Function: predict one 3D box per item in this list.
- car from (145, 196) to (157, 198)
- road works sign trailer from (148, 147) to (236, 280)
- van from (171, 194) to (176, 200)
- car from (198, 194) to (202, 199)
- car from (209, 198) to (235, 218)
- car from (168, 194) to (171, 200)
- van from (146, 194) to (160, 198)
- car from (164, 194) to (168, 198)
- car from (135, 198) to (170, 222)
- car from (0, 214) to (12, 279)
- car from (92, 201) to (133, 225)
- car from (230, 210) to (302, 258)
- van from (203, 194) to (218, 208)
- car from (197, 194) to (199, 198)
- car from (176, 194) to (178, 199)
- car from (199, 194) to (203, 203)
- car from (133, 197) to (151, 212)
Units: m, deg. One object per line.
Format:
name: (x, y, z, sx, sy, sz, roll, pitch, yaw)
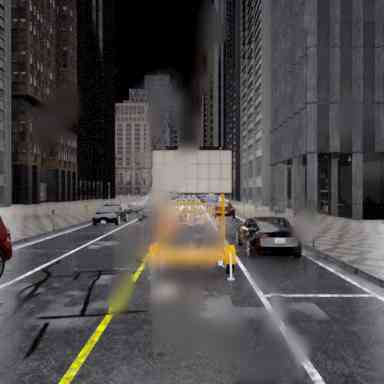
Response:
car: (-5.749, 1.521, 40.542, 1.752, 1.417, 4.829, 0, 0, 0)
road works sign trailer: (0.004, 0.463, 9.896, 2.380, 3.560, 2.880, 0, 0, 0)
van: (-5.731, 1.329, 85.839, 1.690, 1.788, 3.998, 0, 0, 0)
car: (2.789, 1.573, 68.917, 1.802, 1.307, 4.206, 0, 0, 0)
car: (2.772, 1.541, 29.432, 1.887, 1.381, 4.507, 0, 0, 0)
car: (-5.740, 1.307, 63.276, 2.192, 1.841, 5.009, 0, 0, 0)
van: (-5.747, 1.336, 46.353, 1.690, 1.788, 3.998, 0, 0, 0)
car: (-5.742, 1.433, 57.634, 1.967, 1.590, 4.097, 0, 0, 0)
car: (-3.088, 1.502, 26.714, 1.837, 1.490, 4.892, 0, 0, 0)
car: (-5.764, 1.314, 6.867, 2.192, 1.841, 5.009, 0, 0, 0)
car: (-5.755, 1.563, 23.790, 1.947, 1.339, 4.313, 0, 0, 0)
car: (2.765, 1.565, 12.510, 1.947, 1.339, 4.313, 0, 0, 0)
van: (2.778, 1.336, 46.354, 1.690, 1.788, 3.998, 0, 0, 0)
car: (2.791, 1.556, 74.557, 1.947, 1.339, 4.313, 0, 0, 0)
car: (-5.728, 1.531, 91.480, 1.887, 1.381, 4.507, 0, 0, 0)
car: (2.786, 1.574, 63.276, 1.802, 1.307, 4.206, 0, 0, 0)
car: (-5.751, 1.547, 35.071, 2.008, 1.369, 4.403, 0, 0, 0)
